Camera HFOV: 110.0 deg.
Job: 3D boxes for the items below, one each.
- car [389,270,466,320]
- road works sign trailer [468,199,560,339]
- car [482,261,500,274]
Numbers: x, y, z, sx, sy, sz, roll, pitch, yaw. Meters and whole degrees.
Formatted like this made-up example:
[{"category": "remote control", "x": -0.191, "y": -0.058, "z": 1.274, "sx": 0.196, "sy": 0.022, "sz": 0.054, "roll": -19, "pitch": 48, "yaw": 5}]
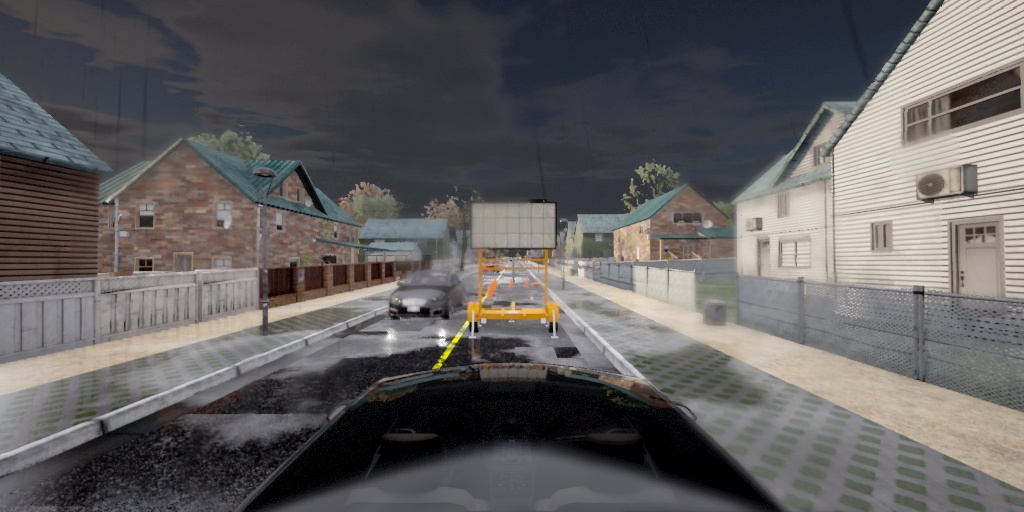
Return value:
[{"category": "car", "x": -2.794, "y": 1.249, "z": 12.666, "sx": 2.128, "sy": 1.511, "sz": 4.902, "roll": 0, "pitch": 0, "yaw": 0}, {"category": "road works sign trailer", "x": 0.044, "y": 0.219, "z": 10.123, "sx": 2.380, "sy": 3.560, "sz": 2.880, "roll": 0, "pitch": 0, "yaw": 0}, {"category": "car", "x": -2.542, "y": 1.116, "z": 42.094, "sx": 2.097, "sy": 1.767, "sz": 4.553, "roll": 0, "pitch": 0, "yaw": 0}]
